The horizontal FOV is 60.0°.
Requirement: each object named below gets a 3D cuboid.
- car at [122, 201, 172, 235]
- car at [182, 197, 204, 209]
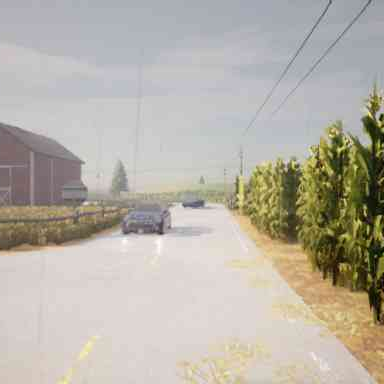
[{"bbox_3d":[-2.377,1.331,18.464,2.097,1.767,4.553,0,0,4],"label":"car"},{"bbox_3d":[0.221,1.443,44.705,1.882,1.535,5.008,0,0,18],"label":"car"}]
